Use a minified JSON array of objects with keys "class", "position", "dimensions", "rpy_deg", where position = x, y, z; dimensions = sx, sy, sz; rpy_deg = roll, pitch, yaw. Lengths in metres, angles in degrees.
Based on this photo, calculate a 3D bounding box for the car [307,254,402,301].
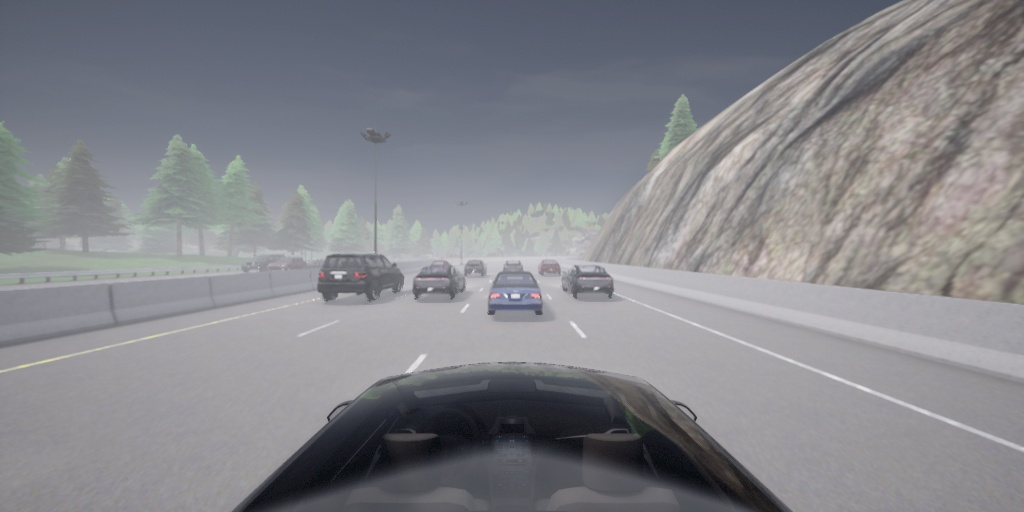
[{"class":"car","position":[-6.894,0.907,16.919],"dimensions":[2.150,2.045,5.566],"rpy_deg":[0,0,0]}]

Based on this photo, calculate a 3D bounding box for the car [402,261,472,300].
[{"class":"car","position":[-3.394,1.175,17.336],"dimensions":[2.128,1.511,4.902],"rpy_deg":[0,0,0]}]

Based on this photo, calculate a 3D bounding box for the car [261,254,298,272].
[{"class":"car","position":[-24.565,0.942,39.287],"dimensions":[2.097,1.767,4.553],"rpy_deg":[0,0,0]}]

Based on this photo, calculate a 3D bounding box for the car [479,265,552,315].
[{"class":"car","position":[0.104,1.248,13.322],"dimensions":[2.033,1.411,5.357],"rpy_deg":[0,0,0]}]

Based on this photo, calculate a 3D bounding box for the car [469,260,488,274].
[{"class":"car","position":[-3.389,1.118,33.853],"dimensions":[1.837,1.490,4.892],"rpy_deg":[0,0,0]}]

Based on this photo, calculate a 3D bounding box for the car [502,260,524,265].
[{"class":"car","position":[0.111,1.105,33.756],"dimensions":[2.128,1.511,4.902],"rpy_deg":[0,0,0]}]

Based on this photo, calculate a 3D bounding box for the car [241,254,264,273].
[{"class":"car","position":[-28.062,0.808,40.948],"dimensions":[2.150,2.045,5.566],"rpy_deg":[0,0,0]}]

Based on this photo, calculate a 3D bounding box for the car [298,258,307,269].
[{"class":"car","position":[-21.064,1.094,39.724],"dimensions":[1.837,1.490,4.892],"rpy_deg":[0,0,0]}]

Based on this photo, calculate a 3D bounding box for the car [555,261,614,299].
[{"class":"car","position":[3.606,1.173,17.697],"dimensions":[2.128,1.511,4.902],"rpy_deg":[0,0,0]}]

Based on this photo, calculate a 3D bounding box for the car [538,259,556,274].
[{"class":"car","position":[3.611,1.084,35.338],"dimensions":[1.882,1.535,5.008],"rpy_deg":[0,0,0]}]
